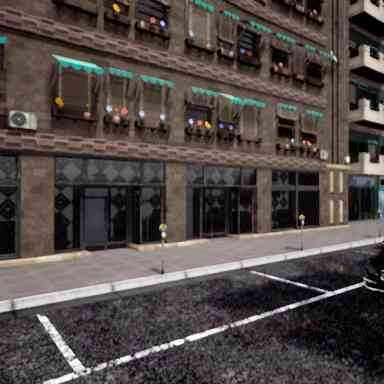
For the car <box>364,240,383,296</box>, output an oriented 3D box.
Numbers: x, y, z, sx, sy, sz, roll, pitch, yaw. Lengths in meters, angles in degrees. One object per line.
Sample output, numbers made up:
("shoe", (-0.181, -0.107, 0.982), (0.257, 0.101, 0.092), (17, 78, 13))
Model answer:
("car", (5.812, 1.496, 7.553), (4.892, 1.490, 1.837), (0, 0, -36))
